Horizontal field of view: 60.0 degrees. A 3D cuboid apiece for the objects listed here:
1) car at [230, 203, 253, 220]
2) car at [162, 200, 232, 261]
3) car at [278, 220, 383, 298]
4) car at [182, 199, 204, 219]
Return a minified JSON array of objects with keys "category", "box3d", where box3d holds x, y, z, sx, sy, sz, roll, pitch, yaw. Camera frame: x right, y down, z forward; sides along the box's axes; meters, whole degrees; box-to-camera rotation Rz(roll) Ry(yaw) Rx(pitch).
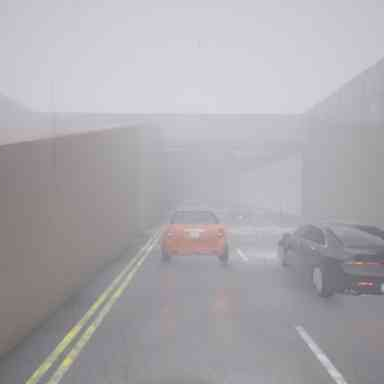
[{"category":"car","box3d":[3.595,1.529,26.979,1.895,1.301,4.718,0,0,0]},{"category":"car","box3d":[0.092,1.319,12.290,2.097,1.767,4.553,0,0,0]},{"category":"car","box3d":[3.584,1.483,8.453,1.837,1.490,4.892,0,0,0]},{"category":"car","box3d":[0.088,1.447,29.592,1.812,1.442,4.674,0,0,0]}]
